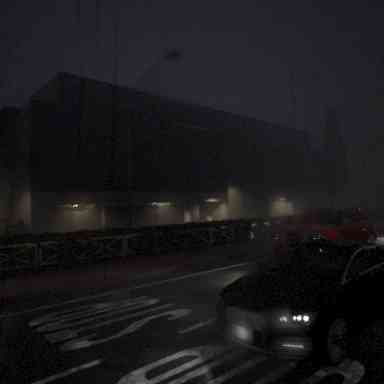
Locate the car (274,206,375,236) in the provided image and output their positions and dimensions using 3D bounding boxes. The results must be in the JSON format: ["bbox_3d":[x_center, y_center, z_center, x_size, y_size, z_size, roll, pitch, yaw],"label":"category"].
[{"bbox_3d":[5.612,1.637,13.693,5.566,2.045,2.150,1,-3,-42],"label":"car"}]

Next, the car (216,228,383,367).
[{"bbox_3d":[2.512,1.692,6.242,4.902,1.511,2.128,0,-3,-42],"label":"car"}]
